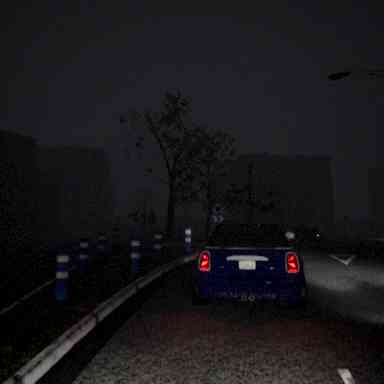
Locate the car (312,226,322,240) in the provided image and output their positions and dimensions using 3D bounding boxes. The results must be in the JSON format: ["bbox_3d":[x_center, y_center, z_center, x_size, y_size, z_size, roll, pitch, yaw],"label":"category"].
[{"bbox_3d":[11.264,4.213,34.612,1.837,1.490,4.892,5,-8,-24],"label":"car"}]

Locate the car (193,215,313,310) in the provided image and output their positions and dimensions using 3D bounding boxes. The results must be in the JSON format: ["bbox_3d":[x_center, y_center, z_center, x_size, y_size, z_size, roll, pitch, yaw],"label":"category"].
[{"bbox_3d":[1.403,1.385,8.060,2.097,1.767,4.553,-1,-2,11],"label":"car"}]

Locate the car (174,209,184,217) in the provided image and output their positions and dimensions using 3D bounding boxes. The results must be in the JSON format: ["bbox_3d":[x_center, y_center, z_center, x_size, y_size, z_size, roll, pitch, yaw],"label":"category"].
[{"bbox_3d":[-3.932,6.395,94.367,1.895,1.301,4.718,0,0,3],"label":"car"}]
